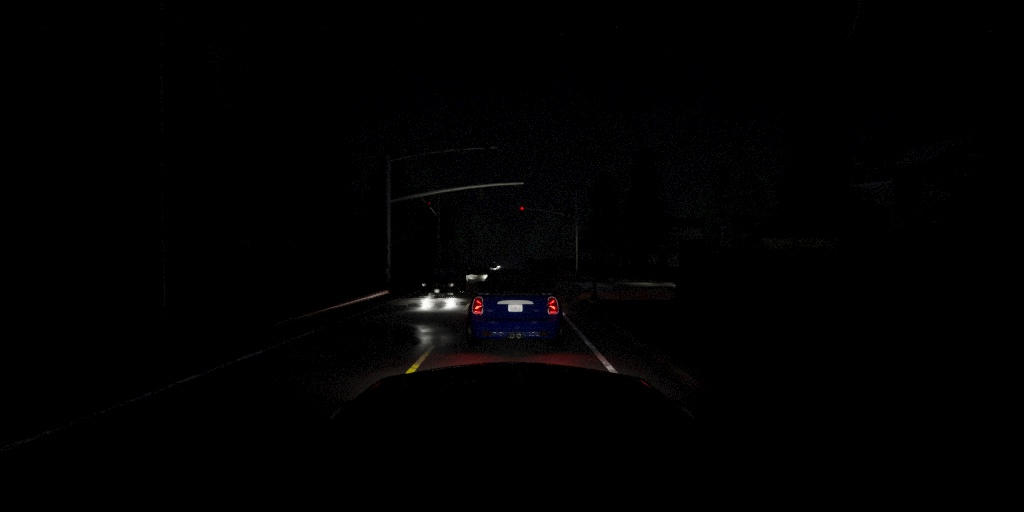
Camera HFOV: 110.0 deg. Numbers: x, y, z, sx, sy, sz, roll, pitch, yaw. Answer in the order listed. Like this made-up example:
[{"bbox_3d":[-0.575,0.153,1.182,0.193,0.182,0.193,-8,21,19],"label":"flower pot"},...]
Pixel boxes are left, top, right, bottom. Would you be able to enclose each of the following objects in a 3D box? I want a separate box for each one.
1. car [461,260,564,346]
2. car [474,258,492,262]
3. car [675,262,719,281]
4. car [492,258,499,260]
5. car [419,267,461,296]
[{"bbox_3d":[0.078,1.102,9.560,2.097,1.767,4.553,0,0,0],"label":"car"},{"bbox_3d":[-3.599,1.228,40.338,1.882,1.535,5.008,0,0,0],"label":"car"},{"bbox_3d":[14.864,1.259,27.095,4.553,1.767,2.097,0,0,5],"label":"car"},{"bbox_3d":[-3.585,1.101,59.129,2.097,1.767,4.553,0,0,0],"label":"car"},{"bbox_3d":[-3.588,1.303,19.807,2.033,1.411,5.357,0,0,0],"label":"car"}]
